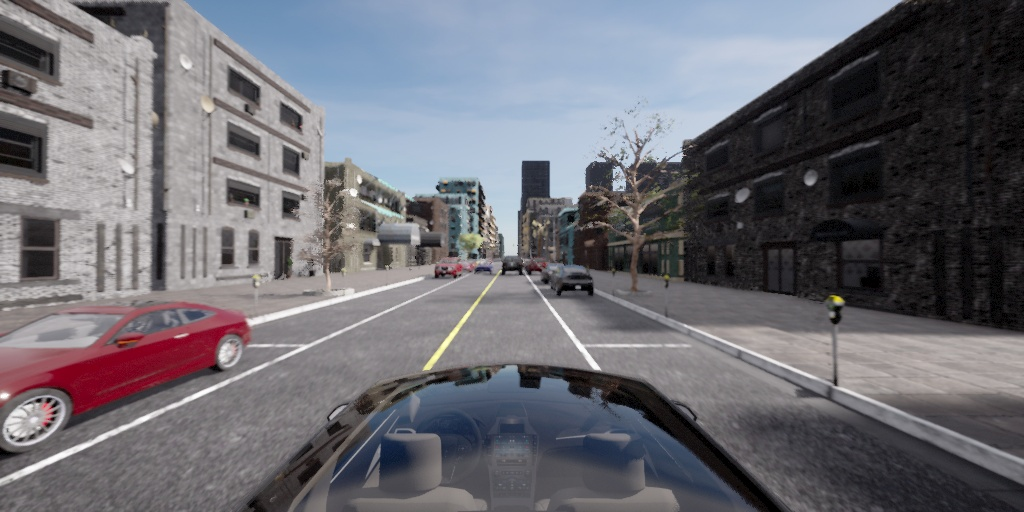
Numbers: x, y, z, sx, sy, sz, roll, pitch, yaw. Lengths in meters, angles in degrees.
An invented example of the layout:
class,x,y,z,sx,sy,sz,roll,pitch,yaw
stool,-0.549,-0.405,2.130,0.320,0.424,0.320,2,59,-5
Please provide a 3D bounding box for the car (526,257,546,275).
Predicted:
class,x,y,z,sx,sy,sz,roll,pitch,yaw
car,2.682,1.040,38.273,2.192,1.841,5.009,0,0,0

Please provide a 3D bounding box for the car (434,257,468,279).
class,x,y,z,sx,sy,sz,roll,pitch,yaw
car,-5.698,1.043,32.740,2.192,1.841,5.009,0,0,0

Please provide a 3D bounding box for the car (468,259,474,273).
class,x,y,z,sx,sy,sz,roll,pitch,yaw
car,-5.700,1.305,43.806,1.802,1.307,4.207,0,0,0

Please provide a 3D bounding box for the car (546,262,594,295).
class,x,y,z,sx,sy,sz,roll,pitch,yaw
car,3.141,1.241,19.440,1.837,1.490,4.892,0,0,0

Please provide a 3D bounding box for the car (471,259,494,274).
class,x,y,z,sx,sy,sz,roll,pitch,yaw
car,-3.099,1.325,40.129,1.895,1.301,4.718,0,0,0

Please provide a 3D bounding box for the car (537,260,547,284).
class,x,y,z,sx,sy,sz,roll,pitch,yaw
car,3.142,1.258,26.441,1.812,1.442,4.674,0,0,0

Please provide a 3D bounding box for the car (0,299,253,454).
class,x,y,z,sx,sy,sz,roll,pitch,yaw
car,-5.691,1.329,5.074,1.802,1.307,4.207,0,0,0

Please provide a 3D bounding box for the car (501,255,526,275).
class,x,y,z,sx,sy,sz,roll,pitch,yaw
car,0.022,0.944,38.091,2.150,2.045,5.566,0,0,0
